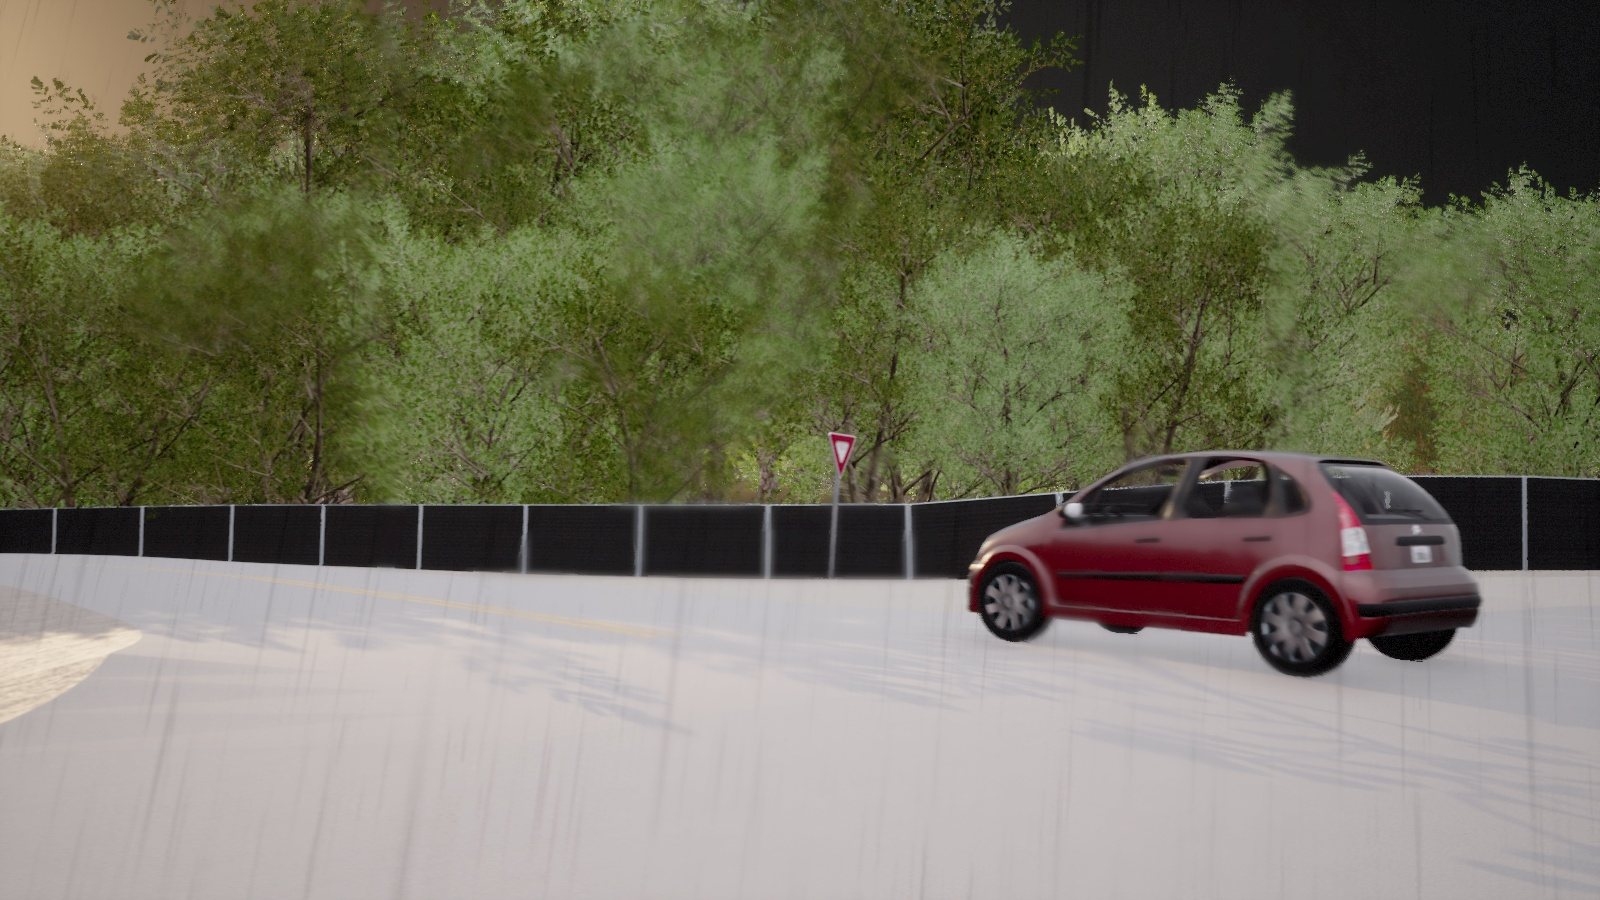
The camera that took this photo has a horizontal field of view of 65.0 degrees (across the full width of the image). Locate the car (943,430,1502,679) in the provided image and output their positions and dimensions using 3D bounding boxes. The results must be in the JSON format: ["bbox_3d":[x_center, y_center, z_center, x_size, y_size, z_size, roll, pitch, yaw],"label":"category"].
[{"bbox_3d":[3.241,0.780,10.337,1.851,1.617,3.988,2,-3,-37],"label":"car"}]
